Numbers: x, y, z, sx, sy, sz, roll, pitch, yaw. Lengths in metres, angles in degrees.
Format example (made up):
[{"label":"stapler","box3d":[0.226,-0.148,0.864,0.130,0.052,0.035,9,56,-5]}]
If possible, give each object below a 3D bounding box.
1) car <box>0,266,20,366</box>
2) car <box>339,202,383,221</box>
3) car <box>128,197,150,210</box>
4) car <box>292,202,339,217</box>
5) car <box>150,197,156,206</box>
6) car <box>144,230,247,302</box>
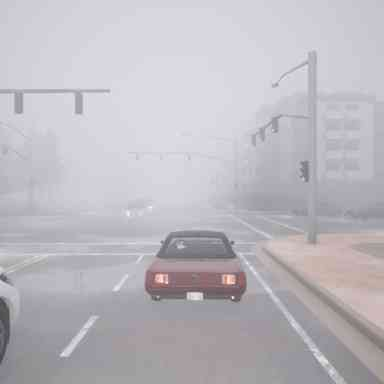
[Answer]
[{"label":"car","box3d":[-3.455,1.221,2.189,2.150,2.045,5.566,0,0,1]},{"label":"car","box3d":[15.283,1.547,27.011,5.357,1.411,2.033,0,0,-3]},{"label":"car","box3d":[-7.084,1.477,43.450,1.882,1.535,5.008,0,0,0]},{"label":"car","box3d":[11.356,1.563,30.300,4.181,1.385,1.994,0,0,-2]},{"label":"car","box3d":[-7.079,1.491,54.304,2.128,1.511,4.902,0,0,0]},{"label":"car","box3d":[0.132,1.601,8.246,1.895,1.301,4.718,0,0,2]}]
